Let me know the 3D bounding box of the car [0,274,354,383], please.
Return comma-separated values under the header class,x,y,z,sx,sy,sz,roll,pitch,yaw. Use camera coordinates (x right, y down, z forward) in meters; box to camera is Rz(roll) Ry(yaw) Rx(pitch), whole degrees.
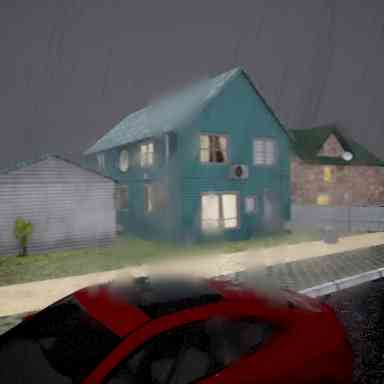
class,x,y,z,sx,sy,sz,roll,pitch,yaw
car,-0.520,1.524,2.690,4.674,1.442,1.812,0,0,-35
